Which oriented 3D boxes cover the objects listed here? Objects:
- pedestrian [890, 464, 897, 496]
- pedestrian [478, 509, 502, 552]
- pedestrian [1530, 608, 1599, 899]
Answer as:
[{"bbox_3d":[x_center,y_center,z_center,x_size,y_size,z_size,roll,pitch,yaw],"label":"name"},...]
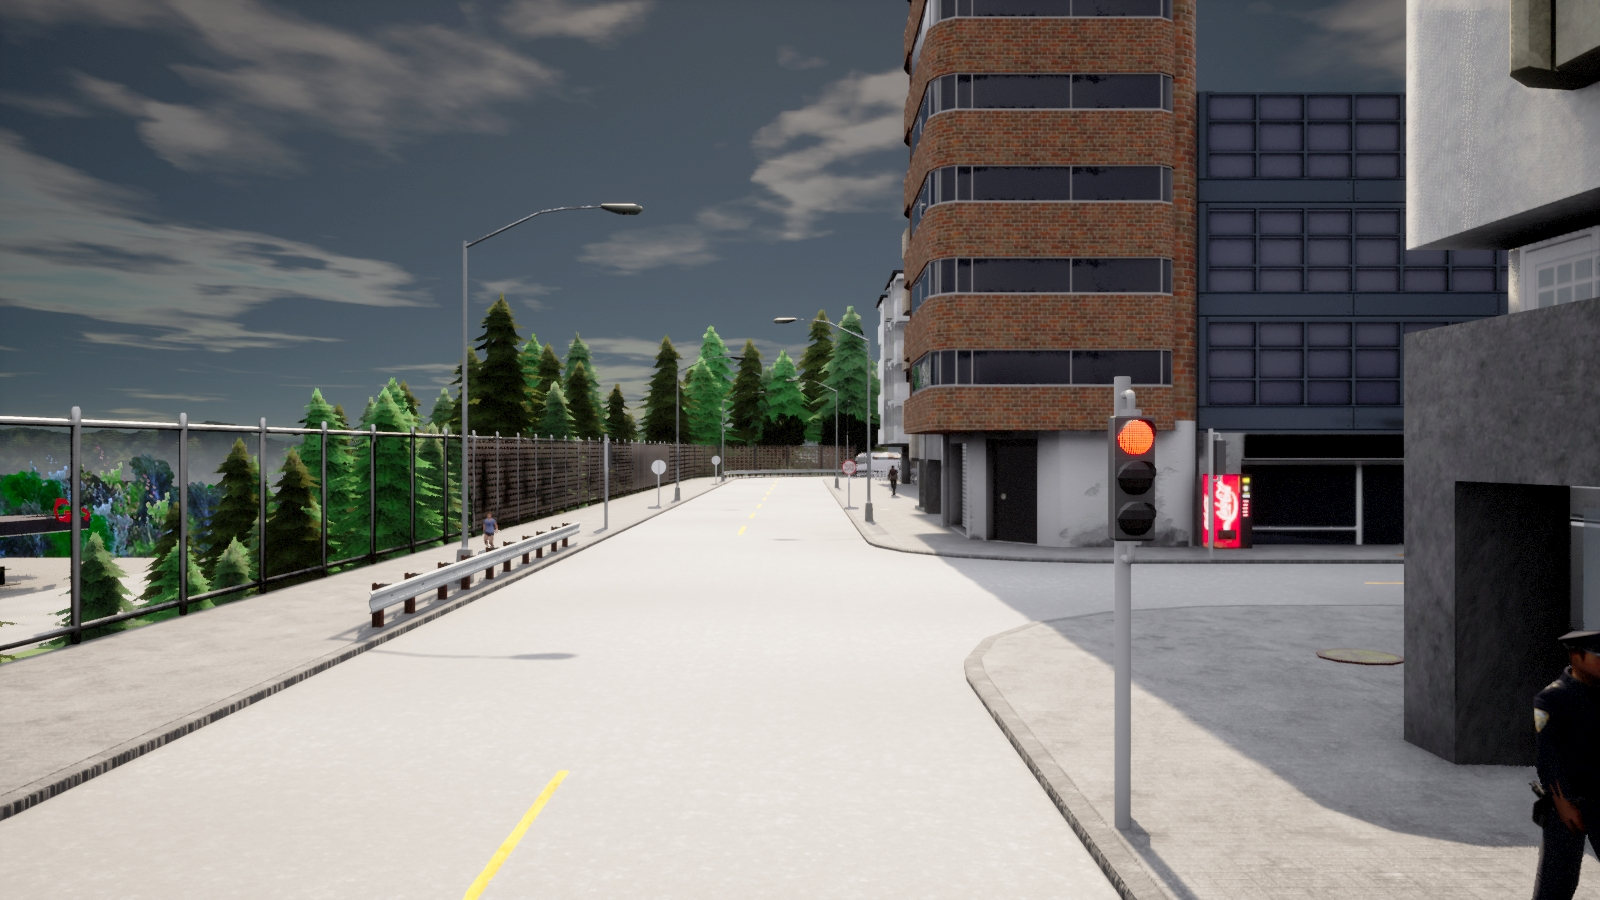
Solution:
[{"bbox_3d":[5.343,1.718,65.501,0.375,1.860,0.375,0,0,3],"label":"pedestrian"},{"bbox_3d":[-8.134,2.113,29.950,0.500,1.100,0.500,0,0,0],"label":"pedestrian"},{"bbox_3d":[3.956,1.744,5.710,0.375,1.860,0.375,0,0,-2],"label":"pedestrian"}]
